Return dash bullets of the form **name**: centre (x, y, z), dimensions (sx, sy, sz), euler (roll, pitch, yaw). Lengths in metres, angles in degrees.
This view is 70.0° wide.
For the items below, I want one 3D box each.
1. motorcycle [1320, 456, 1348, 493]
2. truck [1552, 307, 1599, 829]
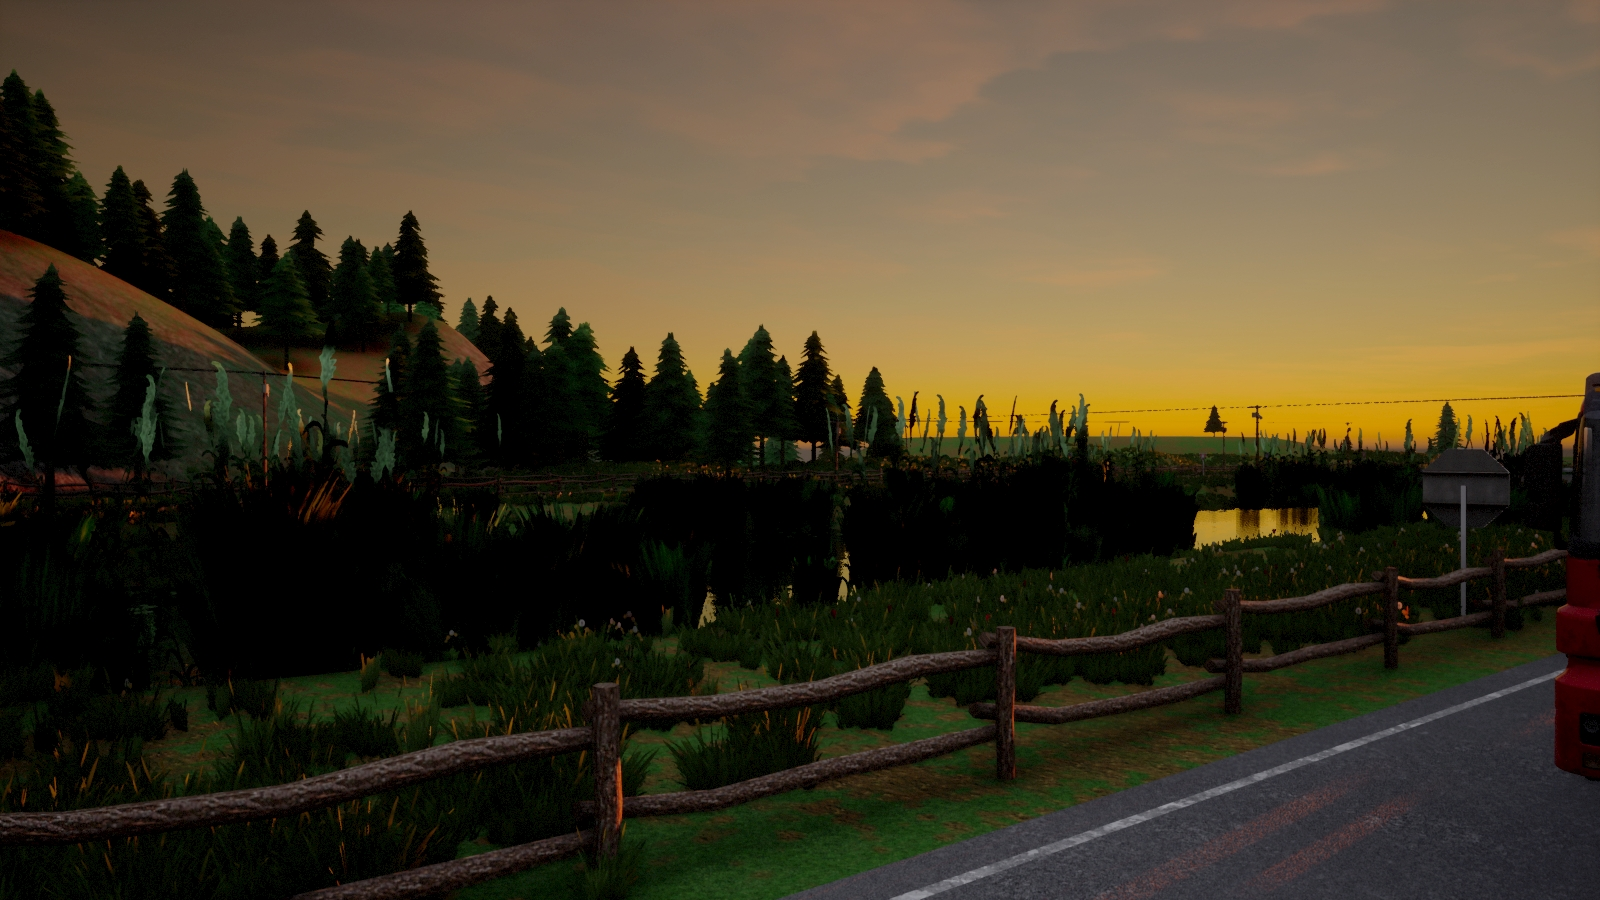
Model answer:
- **motorcycle**: centre (34.823, 1.577, 74.499), dimensions (2.033, 2.348, 0.803), euler (0, 0, -39)
- **truck**: centre (9.443, 0.862, 10.928), dimensions (2.891, 3.827, 8.468), euler (0, 0, 39)
